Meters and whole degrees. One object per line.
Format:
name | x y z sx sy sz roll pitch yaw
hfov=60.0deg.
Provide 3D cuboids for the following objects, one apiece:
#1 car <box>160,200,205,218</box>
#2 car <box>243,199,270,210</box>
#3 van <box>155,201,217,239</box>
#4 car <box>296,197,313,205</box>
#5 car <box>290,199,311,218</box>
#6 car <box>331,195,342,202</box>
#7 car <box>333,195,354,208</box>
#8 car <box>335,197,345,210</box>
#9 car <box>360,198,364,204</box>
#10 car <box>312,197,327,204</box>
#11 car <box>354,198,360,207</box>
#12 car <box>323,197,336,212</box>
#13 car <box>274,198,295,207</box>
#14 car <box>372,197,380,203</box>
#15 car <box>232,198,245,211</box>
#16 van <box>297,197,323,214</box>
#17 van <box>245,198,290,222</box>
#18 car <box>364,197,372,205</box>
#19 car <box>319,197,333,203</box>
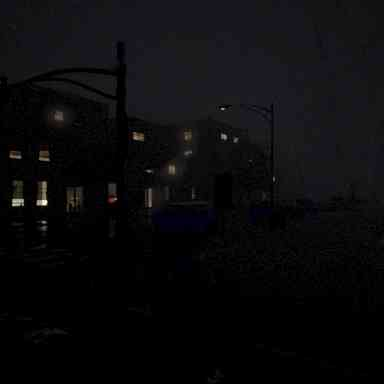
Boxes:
car | -0.805 1.558 31.412 1.752 1.417 4.829 0 0 35
car | 8.788 1.629 45.125 1.887 1.381 4.507 0 0 35
van | -0.181 1.407 17.684 1.690 1.788 3.998 0 0 35
car | 21.450 1.705 63.222 1.887 1.381 4.507 0 0 35
car | 9.313 1.655 31.256 1.887 1.381 4.507 0 0 35
car | 37.276 1.712 85.844 1.967 1.590 4.097 0 0 35
car | 21.977 1.497 49.355 2.192 1.841 5.009 0 0 35
car | 18.809 1.729 44.830 1.947 1.339 4.313 0 0 35
car | 28.404 1.748 58.543 1.752 1.417 4.829 0 0 35
car | 27.682 1.728 72.131 1.752 1.417 4.829 0 0 35
car | 25.142 1.516 53.880 2.192 1.841 5.009 0 0 35
car | 15.742 1.671 40.446 1.752 1.417 4.829 0 0 35
car | 15.119 1.665 54.173 1.887 1.381 4.507 0 0 35
car | 44.133 1.899 81.026 1.947 1.339 4.313 0 0 35
car | 5.624 1.506 40.601 1.967 1.590 4.097 0 0 35
van | 12.480 1.469 35.781 1.690 1.788 3.998 0 0 35
van | 6.149 1.436 26.733 1.690 1.788 3.998 0 0 35
car | 34.637 1.810 67.452 1.887 1.381 4.507 0 0 35
car | 30.945 1.792 76.795 1.947 1.339 4.313 0 0 35
